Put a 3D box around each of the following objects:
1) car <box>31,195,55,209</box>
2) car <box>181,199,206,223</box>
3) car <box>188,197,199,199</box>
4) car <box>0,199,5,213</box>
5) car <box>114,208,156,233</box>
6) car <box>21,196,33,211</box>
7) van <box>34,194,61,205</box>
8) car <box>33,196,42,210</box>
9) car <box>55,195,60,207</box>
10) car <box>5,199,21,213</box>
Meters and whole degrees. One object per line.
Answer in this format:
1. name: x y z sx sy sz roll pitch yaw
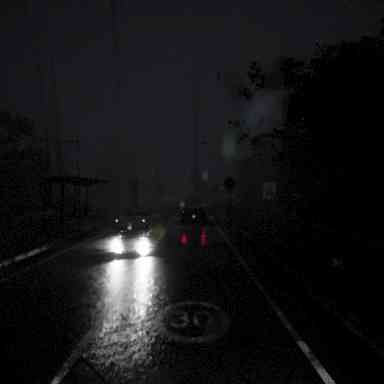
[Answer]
1. car: -21.869 1.539 44.690 5.366 1.575 1.946 0 0 0
2. car: 0.134 1.549 25.889 1.812 1.442 4.674 0 0 0
3. car: 0.159 1.416 42.195 2.128 1.511 4.902 0 1 0
4. car: -22.087 1.401 33.591 4.553 1.767 2.185 0 0 0
5. car: -3.322 1.628 20.027 1.895 1.301 4.718 0 0 0
6. car: -22.049 1.535 39.141 4.892 1.521 2.231 0 0 0
7. van: -21.937 1.326 50.242 4.442 1.987 1.878 0 0 0
8. car: -22.084 1.567 41.916 4.792 1.488 2.163 0 0 0
9. car: -22.084 1.576 47.468 4.792 1.488 2.163 0 0 0
10. car: -22.061 1.530 36.366 5.008 1.535 2.097 0 0 0
